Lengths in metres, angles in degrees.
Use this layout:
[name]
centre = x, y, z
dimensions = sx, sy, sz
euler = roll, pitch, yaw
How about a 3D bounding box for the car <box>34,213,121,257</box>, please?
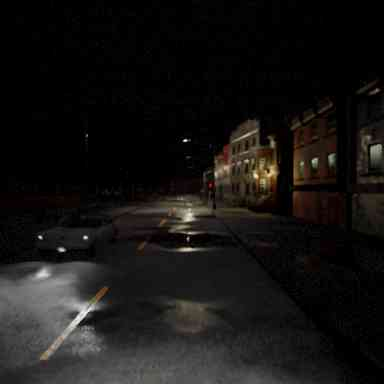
[car]
centre = -4.105, 1.513, 12.716
dimensions = 1.895, 1.301, 4.718
euler = 0, 0, 0
